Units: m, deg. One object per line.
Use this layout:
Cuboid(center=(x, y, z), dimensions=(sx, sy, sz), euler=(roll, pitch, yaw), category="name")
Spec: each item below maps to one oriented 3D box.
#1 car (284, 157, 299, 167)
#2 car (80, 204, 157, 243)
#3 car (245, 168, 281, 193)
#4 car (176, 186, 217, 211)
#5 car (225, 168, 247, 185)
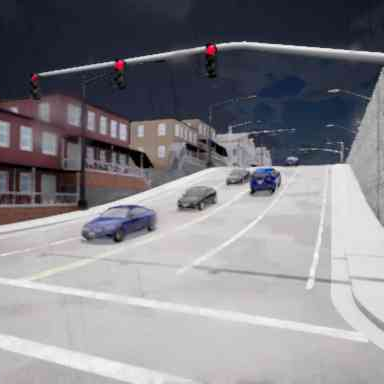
Cuboid(center=(15.496, -4.662, 51.622), dimensions=(1.812, 1.442, 4.674), euler=(0, 4, 23), category="car")
Cuboid(center=(-3.358, 1.387, 16.231), dimensions=(1.812, 1.442, 4.674), euler=(0, 3, 23), category="car")
Cuboid(center=(6.890, -1.216, 31.098), dimensions=(2.150, 2.045, 5.566), euler=(0, 11, 23), category="car")
Cuboid(center=(0.439, 0.386, 25.281), dimensions=(1.837, 1.490, 4.892), euler=(0, 8, 23), category="car")
Cuboid(center=(5.050, -1.722, 36.236), dimensions=(1.837, 1.490, 4.892), euler=(0, 11, 23), category="car")
